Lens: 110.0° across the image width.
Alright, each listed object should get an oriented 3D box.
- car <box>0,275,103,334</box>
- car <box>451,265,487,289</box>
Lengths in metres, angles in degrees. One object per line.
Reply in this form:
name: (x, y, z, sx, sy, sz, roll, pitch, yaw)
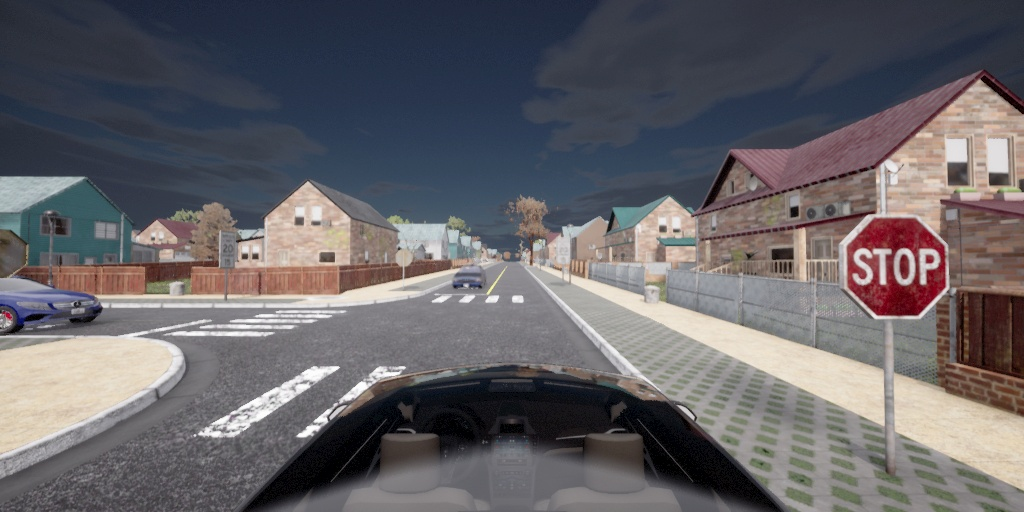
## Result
car: (-13.925, 1.202, 9.506, 4.674, 1.442, 1.812, 0, -1, -2)
car: (-2.640, 1.318, 23.432, 2.033, 1.411, 5.357, 0, 0, 0)
